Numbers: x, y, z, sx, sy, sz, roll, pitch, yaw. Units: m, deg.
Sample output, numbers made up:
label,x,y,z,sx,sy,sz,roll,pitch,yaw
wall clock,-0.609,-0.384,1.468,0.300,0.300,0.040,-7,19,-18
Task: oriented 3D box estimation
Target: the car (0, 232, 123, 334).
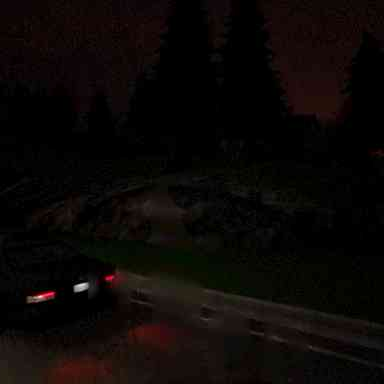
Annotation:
label,x,y,z,sx,sy,sz,roll,pitch,yaw
car,-3.776,1.547,6.688,5.357,1.411,2.033,0,0,36
